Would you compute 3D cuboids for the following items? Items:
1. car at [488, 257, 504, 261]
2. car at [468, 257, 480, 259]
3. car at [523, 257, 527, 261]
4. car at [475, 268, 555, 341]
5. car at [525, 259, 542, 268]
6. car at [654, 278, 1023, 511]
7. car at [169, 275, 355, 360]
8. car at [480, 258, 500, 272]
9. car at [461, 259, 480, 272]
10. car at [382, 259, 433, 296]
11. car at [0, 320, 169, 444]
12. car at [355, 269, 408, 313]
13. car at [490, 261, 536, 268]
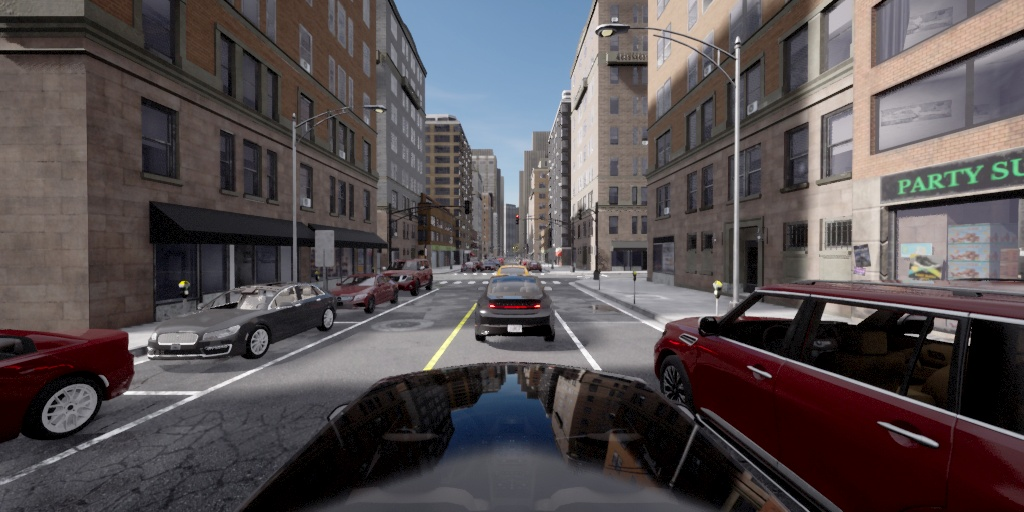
[{"bbox_3d":[-2.951,1.337,61.927,2.033,1.411,5.357,0,0,0],"label":"car"},{"bbox_3d":[-5.565,1.090,51.952,2.192,1.841,5.009,0,0,0],"label":"car"},{"bbox_3d":[2.961,1.301,52.130,1.751,1.417,4.829,0,0,0],"label":"car"},{"bbox_3d":[0.079,1.254,9.838,1.837,1.490,4.892,0,0,0],"label":"car"},{"bbox_3d":[2.949,1.351,46.397,1.802,1.307,4.207,0,0,0],"label":"car"},{"bbox_3d":[2.858,1.064,2.645,2.192,1.841,5.009,0,0,0],"label":"car"},{"bbox_3d":[-5.656,1.299,8.222,2.007,1.370,4.403,0,0,0],"label":"car"},{"bbox_3d":[-3.006,1.333,46.795,1.994,1.385,4.181,0,0,0],"label":"car"},{"bbox_3d":[-5.577,1.351,46.387,1.802,1.307,4.207,0,0,0],"label":"car"},{"bbox_3d":[-5.633,1.065,19.388,2.192,1.841,5.009,0,0,0],"label":"car"},{"bbox_3d":[-5.668,1.294,2.640,1.888,1.381,4.507,0,0,0],"label":"car"},{"bbox_3d":[-5.644,1.331,13.805,1.802,1.307,4.207,0,0,0],"label":"car"},{"bbox_3d":[0.047,1.228,18.955,1.882,1.535,5.008,0,0,1],"label":"car"}]
